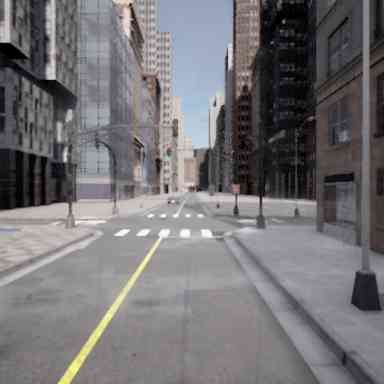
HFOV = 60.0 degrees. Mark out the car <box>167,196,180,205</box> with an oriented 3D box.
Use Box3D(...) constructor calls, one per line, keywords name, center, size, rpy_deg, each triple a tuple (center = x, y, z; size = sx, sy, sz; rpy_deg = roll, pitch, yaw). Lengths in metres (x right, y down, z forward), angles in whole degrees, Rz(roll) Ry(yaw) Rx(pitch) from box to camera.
Box3D(name="car", center=(-2.973, 1.340, 54.180), size=(2.128, 1.511, 4.902), rpy_deg=(0, 1, 0))
